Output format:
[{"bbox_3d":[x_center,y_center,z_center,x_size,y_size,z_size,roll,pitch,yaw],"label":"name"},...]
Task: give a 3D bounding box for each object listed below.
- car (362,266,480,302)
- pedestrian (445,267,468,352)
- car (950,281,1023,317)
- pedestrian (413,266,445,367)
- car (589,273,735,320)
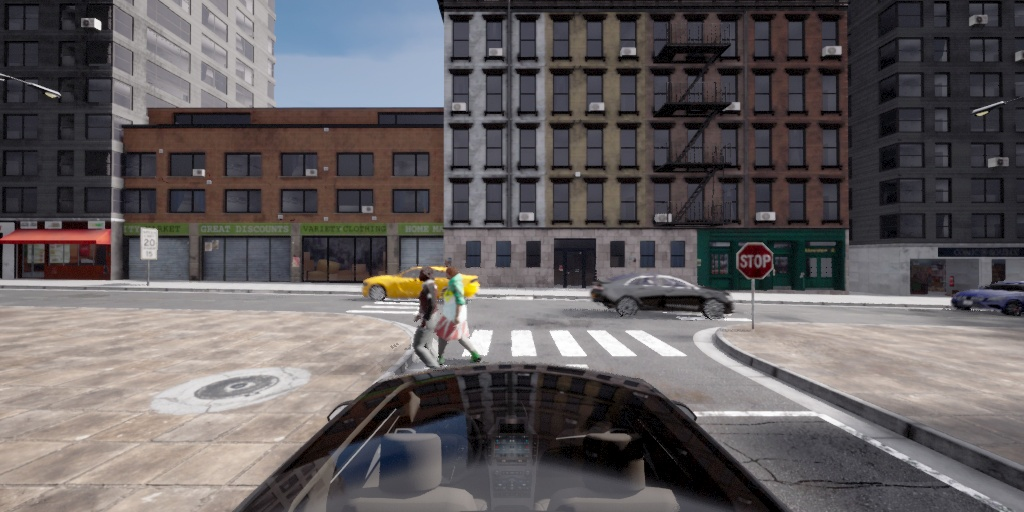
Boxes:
[{"bbox_3d":[-3.935,1.187,15.739,5.008,1.535,1.882,1,0,0],"label":"car"},{"bbox_3d":[-1.075,1.044,6.527,0.375,1.860,0.375,0,0,0],"label":"pedestrian"},{"bbox_3d":[22.255,1.839,15.656,4.674,1.442,1.812,2,0,0],"label":"car"},{"bbox_3d":[-1.375,1.043,5.852,0.375,1.860,0.375,0,0,0],"label":"pedestrian"},{"bbox_3d":[5.227,1.366,12.764,4.902,1.511,2.128,1,-1,0],"label":"car"}]
